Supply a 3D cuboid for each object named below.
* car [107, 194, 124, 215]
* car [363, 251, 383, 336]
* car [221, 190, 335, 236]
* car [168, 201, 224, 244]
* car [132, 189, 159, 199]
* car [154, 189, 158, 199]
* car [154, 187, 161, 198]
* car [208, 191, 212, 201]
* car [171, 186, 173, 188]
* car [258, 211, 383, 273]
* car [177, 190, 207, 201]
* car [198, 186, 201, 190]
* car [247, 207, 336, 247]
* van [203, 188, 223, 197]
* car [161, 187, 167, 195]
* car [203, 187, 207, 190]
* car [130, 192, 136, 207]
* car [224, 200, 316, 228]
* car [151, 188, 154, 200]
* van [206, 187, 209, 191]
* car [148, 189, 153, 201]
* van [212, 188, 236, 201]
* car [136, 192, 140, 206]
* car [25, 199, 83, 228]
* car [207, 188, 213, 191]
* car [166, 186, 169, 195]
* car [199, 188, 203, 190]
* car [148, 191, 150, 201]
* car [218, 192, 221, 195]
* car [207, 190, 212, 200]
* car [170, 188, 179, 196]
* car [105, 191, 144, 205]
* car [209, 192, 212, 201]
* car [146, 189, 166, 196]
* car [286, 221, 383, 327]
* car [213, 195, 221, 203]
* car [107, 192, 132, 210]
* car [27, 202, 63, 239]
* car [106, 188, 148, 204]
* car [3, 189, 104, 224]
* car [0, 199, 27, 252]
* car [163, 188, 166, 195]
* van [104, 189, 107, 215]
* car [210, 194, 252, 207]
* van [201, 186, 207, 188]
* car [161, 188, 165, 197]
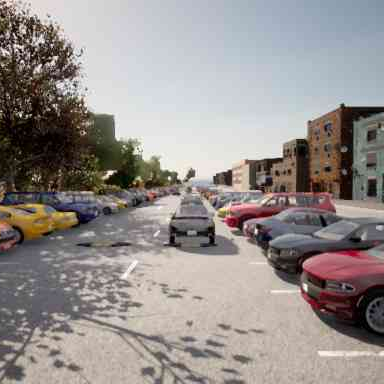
[{"bbox_3d":[-8.542,1.160,28.239,4.674,1.452,2.002,0,1,0],"label":"car"},{"bbox_3d":[4.537,1.507,3.206,4.674,1.452,2.002,0,0,0],"label":"car"},{"bbox_3d":[4.512,1.053,17.136,5.566,2.045,2.435,0,1,0],"label":"car"},{"bbox_3d":[0.000,1.318,14.652,2.128,1.511,4.902,0,-1,0],"label":"car"},{"bbox_3d":[-8.571,0.407,61.651,4.553,1.767,2.185,0,1,0],"label":"car"},{"bbox_3d":[-8.544,0.686,53.298,5.008,1.535,2.097,0,1,0],"label":"car"},{"bbox_3d":[-8.511,0.384,56.080,5.566,2.045,2.435,0,1,0],"label":"car"},{"bbox_3d":[4.546,0.980,36.620,5.008,1.535,2.097,0,1,0],"label":"car"},{"bbox_3d":[-8.568,-0.245,89.493,5.566,2.045,2.435,0,1,0],"label":"car"},{"bbox_3d":[4.545,1.425,8.785,5.008,1.535,2.097,0,1,0],"label":"car"},{"bbox_3d":[0.000,0.985,29.611,2.097,1.767,4.553,0,1,0],"label":"car"},{"bbox_3d":[4.569,0.073,72.794,5.566,2.045,2.435,0,1,0],"label":"car"},{"bbox_3d":[4.569,1.421,11.572,4.792,1.488,2.163,0,1,0],"label":"car"},{"bbox_3d":[4.657,0.048,75.452,4.442,1.987,1.878,0,1,0],"label":"van"},{"bbox_3d":[-8.725,0.323,72.666,5.366,1.575,1.946,0,1,0],"label":"car"},{"bbox_3d":[4.572,0.460,58.881,4.553,1.767,2.185,0,1,0],"label":"car"},{"bbox_3d":[-8.546,1.027,33.808,4.892,1.521,2.231,0,1,0],"label":"car"},{"bbox_3d":[4.546,1.258,19.923,5.008,1.535,2.097,0,1,0],"label":"car"},{"bbox_3d":[-8.507,0.611,50.511,4.553,1.767,2.185,0,1,0],"label":"car"},{"bbox_3d":[4.658,0.562,47.685,4.442,1.987,1.878,0,1,0],"label":"van"},{"bbox_3d":[-8.534,0.786,47.730,5.008,1.535,2.097,0,1,0],"label":"car"},{"bbox_3d":[4.424,0.848,31.051,4.442,1.987,1.878,0,1,0],"label":"van"},{"bbox_3d":[-8.568,1.009,36.590,4.792,1.488,2.163,0,1,0],"label":"car"},{"bbox_3d":[-8.725,1.301,17.100,5.366,1.575,1.946,0,1,0],"label":"car"},{"bbox_3d":[4.572,0.709,44.967,4.553,1.767,2.185,0,1,0],"label":"car"},{"bbox_3d":[-8.567,0.022,75.446,5.566,2.045,2.435,0,1,0],"label":"car"},{"bbox_3d":[4.355,0.479,64.450,5.366,1.575,1.946,0,1,0],"label":"car"},{"bbox_3d":[-8.542,0.875,44.946,4.674,1.452,2.002,0,1,0],"label":"car"},{"bbox_3d":[4.572,1.043,25.361,4.553,1.767,2.185,0,1,0],"label":"car"},{"bbox_3d":[4.726,0.881,42.186,5.366,1.575,1.946,0,1,0],"label":"car"},{"bbox_3d":[-3.499,0.311,76.651,1.895,1.301,4.718,0,1,0],"label":"car"},{"bbox_3d":[-8.508,0.758,42.159,4.553,1.767,2.185,0,1,0],"label":"car"},{"bbox_3d":[4.535,1.027,33.837,5.008,1.535,2.097,0,1,0],"label":"car"},{"bbox_3d":[-8.508,0.092,78.357,4.553,1.767,2.185,0,1,0],"label":"car"},{"bbox_3d":[4.546,1.450,5.995,5.008,1.535,2.097,0,0,0],"label":"car"},{"bbox_3d":[4.355,1.209,22.705,5.366,1.575,1.946,0,1,0],"label":"car"},{"bbox_3d":[-8.545,1.073,31.023,5.008,1.535,2.097,0,1,0],"label":"car"},{"bbox_3d":[-8.534,1.352,14.192,5.008,1.535,2.097,0,1,0],"label":"car"},{"bbox_3d":[-8.511,0.681,39.373,5.566,2.045,2.435,0,1,0],"label":"car"},{"bbox_3d":[-8.511,1.007,19.880,5.566,2.045,2.435,0,1,0],"label":"car"},{"bbox_3d":[-8.571,1.267,11.405,4.553,1.767,2.185,0,1,0],"label":"car"},{"bbox_3d":[-8.545,0.376,70.007,5.008,1.535,2.097,0,1,0],"label":"car"},{"bbox_3d":[-8.423,0.986,22.665,4.442,1.987,1.878,0,1,0],"label":"van"},{"bbox_3d":[4.538,0.973,39.404,4.674,1.452,2.002,0,1,0],"label":"car"},{"bbox_3d":[4.657,0.152,70.011,4.442,1.987,1.878,0,1,0],"label":"van"},{"bbox_3d":[-8.509,0.458,67.222,4.792,1.488,2.163,0,1,0],"label":"car"}]
